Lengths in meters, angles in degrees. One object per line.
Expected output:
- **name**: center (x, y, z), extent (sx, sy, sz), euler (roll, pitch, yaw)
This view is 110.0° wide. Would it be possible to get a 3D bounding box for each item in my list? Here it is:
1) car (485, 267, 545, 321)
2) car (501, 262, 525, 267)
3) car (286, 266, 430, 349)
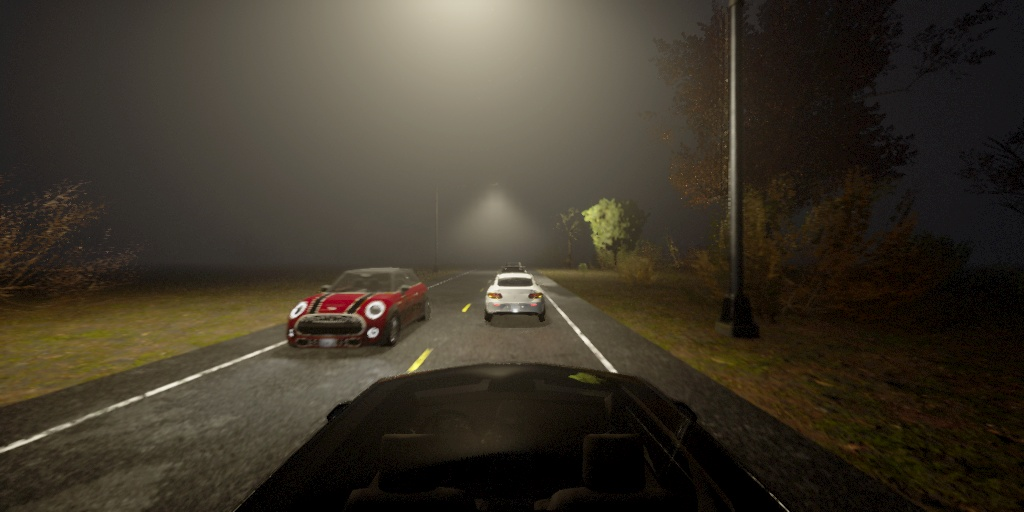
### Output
- **car**: center (0.096, 1.276, 12.345), extent (1.812, 1.442, 4.674), euler (0, 0, 0)
- **car**: center (0.092, 1.238, 30.149), extent (2.128, 1.511, 4.902), euler (0, 0, 0)
- **car**: center (-3.601, 1.102, 9.256), extent (2.097, 1.767, 4.553), euler (0, 0, 0)
